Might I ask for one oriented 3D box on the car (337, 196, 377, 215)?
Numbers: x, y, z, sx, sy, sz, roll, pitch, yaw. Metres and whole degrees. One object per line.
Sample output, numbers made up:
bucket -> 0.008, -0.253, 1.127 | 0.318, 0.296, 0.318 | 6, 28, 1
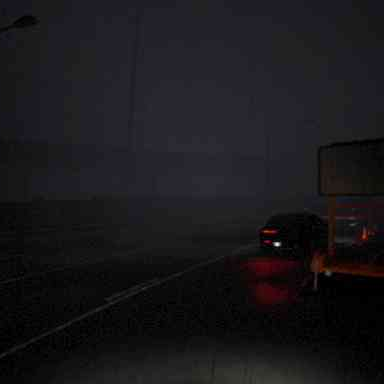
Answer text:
car -> 18.380, 1.444, 36.985 | 5.566, 2.045, 2.150 | 0, -2, -36

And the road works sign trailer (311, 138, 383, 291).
road works sign trailer -> 4.487, 0.487, 8.351 | 2.380, 3.560, 2.880 | -1, -1, 36

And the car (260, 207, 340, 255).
car -> 4.447, 1.594, 13.794 | 1.837, 1.490, 4.892 | -4, -2, 36

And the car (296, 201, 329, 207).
car -> 13.633, 1.803, 37.772 | 5.008, 1.535, 1.882 | 0, -2, -37
